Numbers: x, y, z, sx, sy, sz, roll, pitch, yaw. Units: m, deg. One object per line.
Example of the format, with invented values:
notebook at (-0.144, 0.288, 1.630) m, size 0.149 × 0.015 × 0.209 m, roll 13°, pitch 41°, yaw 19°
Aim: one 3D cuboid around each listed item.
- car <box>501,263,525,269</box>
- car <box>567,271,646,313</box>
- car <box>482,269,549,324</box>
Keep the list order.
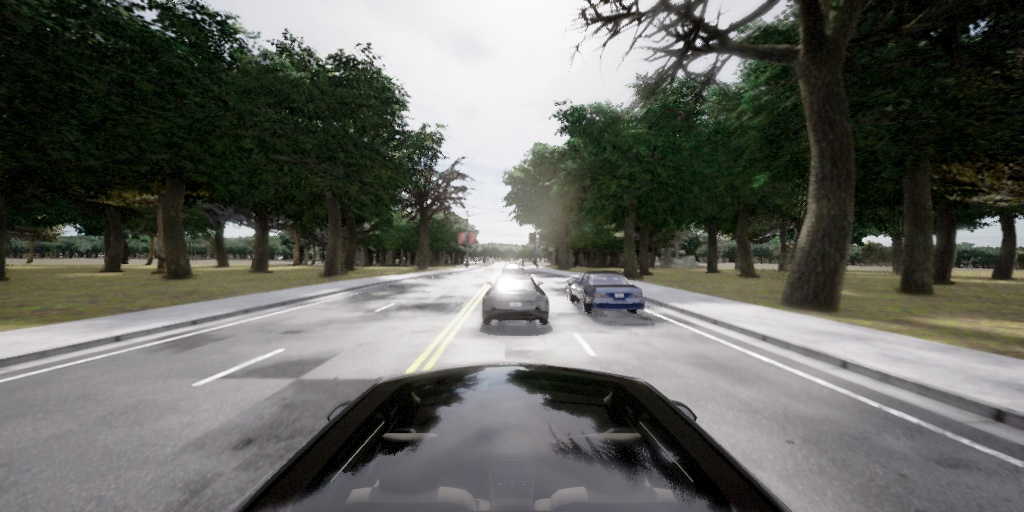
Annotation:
car at (0.109, 1.256, 29.383) m, size 2.033 × 1.411 × 5.357 m, roll 0°, pitch 0°, yaw 0°
car at (3.353, 1.274, 13.711) m, size 2.033 × 1.411 × 5.357 m, roll 0°, pitch 0°, yaw 0°
car at (0.102, 1.294, 11.838) m, size 1.994 × 1.385 × 4.181 m, roll 0°, pitch 0°, yaw 0°
